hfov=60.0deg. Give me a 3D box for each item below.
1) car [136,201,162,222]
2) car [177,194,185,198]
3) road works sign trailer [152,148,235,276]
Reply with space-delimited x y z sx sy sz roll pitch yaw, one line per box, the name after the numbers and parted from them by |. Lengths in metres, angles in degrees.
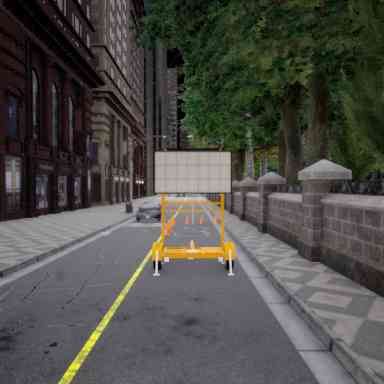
-3.118 1.475 25.635 1.812 1.442 4.674 0 0 0 | car
-3.118 0.571 92.692 2.150 2.045 5.566 0 1 0 | car
0.026 0.453 10.326 2.380 3.560 2.880 0 0 -1 | road works sign trailer
